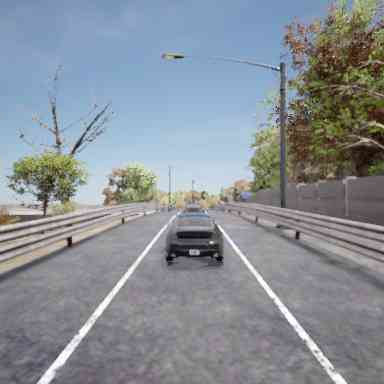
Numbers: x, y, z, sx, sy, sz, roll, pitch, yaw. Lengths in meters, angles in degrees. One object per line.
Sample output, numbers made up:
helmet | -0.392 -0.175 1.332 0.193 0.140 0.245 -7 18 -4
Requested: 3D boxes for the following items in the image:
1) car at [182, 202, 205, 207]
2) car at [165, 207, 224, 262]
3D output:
car | 0.128 1.612 28.175 1.812 1.442 4.674 0 -1 0
car | 0.086 1.501 12.056 1.837 1.490 4.892 0 0 0
